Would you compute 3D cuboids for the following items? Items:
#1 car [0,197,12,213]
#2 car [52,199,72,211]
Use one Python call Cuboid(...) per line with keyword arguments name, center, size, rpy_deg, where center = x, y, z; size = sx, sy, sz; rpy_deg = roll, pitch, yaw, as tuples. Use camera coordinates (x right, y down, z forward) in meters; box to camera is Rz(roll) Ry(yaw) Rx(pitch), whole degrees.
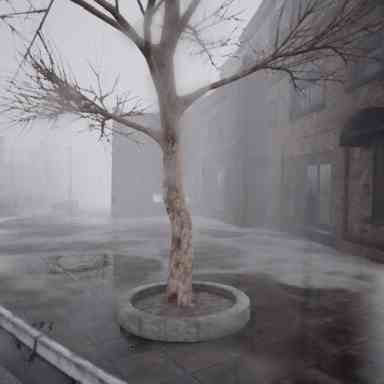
Cuboid(name="car", center=(-20.983, 1.403, 34.954), size=(2.097, 1.767, 4.553), rpy_deg=(1, 0, 1))
Cuboid(name="car", center=(-16.860, 1.727, 44.367), size=(1.812, 1.442, 4.674), rpy_deg=(1, 0, 8))
